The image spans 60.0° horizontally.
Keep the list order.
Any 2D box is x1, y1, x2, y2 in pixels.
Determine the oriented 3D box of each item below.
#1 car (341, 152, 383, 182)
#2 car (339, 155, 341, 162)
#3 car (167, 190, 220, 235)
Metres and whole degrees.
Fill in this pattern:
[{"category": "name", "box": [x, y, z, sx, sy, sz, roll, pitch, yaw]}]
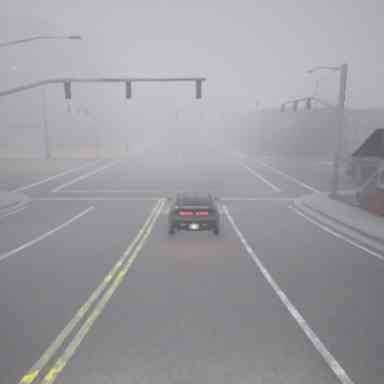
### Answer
[{"category": "car", "box": [15.440, -1.889, 26.890, 5.566, 2.045, 2.150, 0, 11, 2]}, {"category": "car", "box": [19.987, -4.248, 40.754, 4.181, 1.385, 1.994, 0, 11, 0]}, {"category": "car", "box": [0.068, 0.659, 13.378, 1.837, 1.490, 4.892, 0, 6, 0]}]
